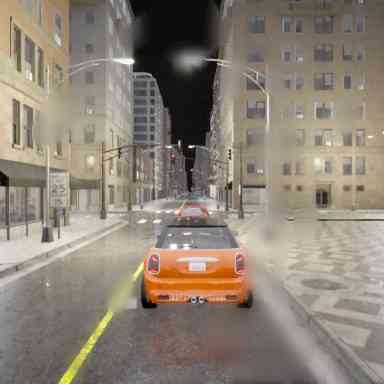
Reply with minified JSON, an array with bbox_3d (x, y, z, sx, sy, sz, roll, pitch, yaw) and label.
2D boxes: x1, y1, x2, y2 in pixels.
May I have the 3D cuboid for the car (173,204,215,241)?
[{"bbox_3d":[0.084,1.477,17.656,1.882,1.535,5.008,0,0,0],"label":"car"}]

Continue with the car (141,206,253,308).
[{"bbox_3d":[0.089,1.352,8.056,2.097,1.767,4.553,0,0,0],"label":"car"}]
